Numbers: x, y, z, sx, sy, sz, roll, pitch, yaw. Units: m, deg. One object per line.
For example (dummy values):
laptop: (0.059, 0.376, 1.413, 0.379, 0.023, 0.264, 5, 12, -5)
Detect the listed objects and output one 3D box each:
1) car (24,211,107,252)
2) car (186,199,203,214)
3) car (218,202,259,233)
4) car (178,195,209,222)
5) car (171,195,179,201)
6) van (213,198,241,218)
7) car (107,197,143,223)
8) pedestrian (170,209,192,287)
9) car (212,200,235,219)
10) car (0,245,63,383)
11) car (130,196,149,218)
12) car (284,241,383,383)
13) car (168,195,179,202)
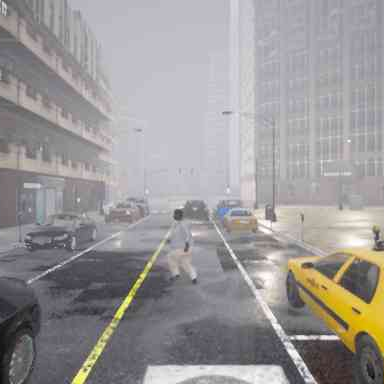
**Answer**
car: (-5.209, 1.545, 13.727, 2.008, 1.369, 4.403, 0, 0, 0)
car: (0.266, 1.529, 36.032, 1.812, 1.442, 4.674, 0, 0, 0)
car: (2.713, 1.519, 19.382, 1.752, 1.417, 4.829, 0, 0, 0)
car: (0.261, 1.348, 26.717, 2.097, 1.767, 4.553, 0, 0, 1)
car: (-4.645, 1.547, 90.439, 1.967, 1.590, 4.097, 0, 0, 0)
van: (2.754, 1.337, 24.745, 1.690, 1.788, 3.998, 0, 0, 0)
car: (-5.127, 1.436, 24.798, 1.967, 1.590, 4.097, 0, 0, 0)
pedestrian: (-0.264, 1.290, 7.889, 0.375, 1.860, 0.375, 0, 0, 0)
car: (2.794, 1.524, 30.452, 1.752, 1.417, 4.829, 0, 0, 0)
car: (-2.832, 1.524, 2.491, 1.812, 1.442, 4.674, 0, 0, 0)
car: (-5.085, 1.313, 30.334, 2.192, 1.841, 5.009, 0, 0, 0)
car: (2.786, 1.453, 4.867, 1.801, 1.575, 5.366, 0, 0, 0)
car: (-4.728, 1.600, 79.163, 1.752, 1.417, 4.829, 0, 0, 0)
